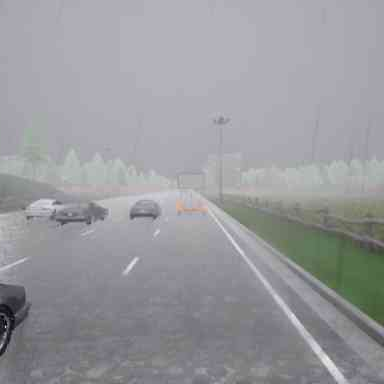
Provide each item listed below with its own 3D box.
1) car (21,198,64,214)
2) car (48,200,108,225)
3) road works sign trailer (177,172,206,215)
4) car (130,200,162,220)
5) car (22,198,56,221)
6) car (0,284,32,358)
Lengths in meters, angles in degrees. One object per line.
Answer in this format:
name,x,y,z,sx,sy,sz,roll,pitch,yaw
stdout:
car,-13.944,1.245,31.289,1.895,1.301,4.718,0,1,0
car,-6.930,1.302,21.413,2.033,1.411,5.357,0,1,0
road works sign trailer,-0.040,0.137,28.295,2.380,3.560,2.880,0,1,0
car,-3.434,1.274,25.134,1.994,1.385,4.181,0,1,0
car,-10.433,1.248,24.347,1.812,1.442,4.674,0,1,0
car,-3.403,1.517,2.668,2.033,1.411,5.357,0,1,0
